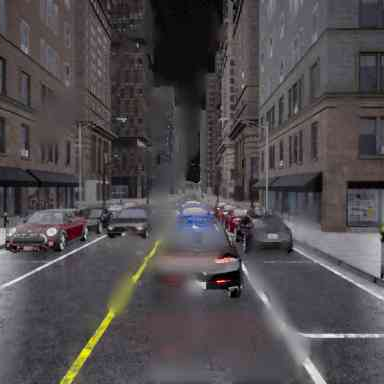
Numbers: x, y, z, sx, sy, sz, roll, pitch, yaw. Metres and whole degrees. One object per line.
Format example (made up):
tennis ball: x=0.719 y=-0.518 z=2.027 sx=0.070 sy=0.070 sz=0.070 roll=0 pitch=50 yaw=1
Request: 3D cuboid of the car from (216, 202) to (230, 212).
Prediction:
car: x=2.838 y=1.544 z=24.562 sx=1.887 sy=1.381 sz=4.507 roll=-1 pitch=0 yaw=0

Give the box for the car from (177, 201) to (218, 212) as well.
car: x=0.163 y=1.477 z=17.991 sx=1.882 sy=1.535 sz=5.008 roll=0 pitch=0 yaw=0

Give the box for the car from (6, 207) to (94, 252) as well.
car: x=-5.728 y=1.439 z=13.582 sx=1.967 sy=1.590 sz=4.097 roll=-1 pitch=0 yaw=0

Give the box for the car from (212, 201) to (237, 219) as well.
car: x=2.857 y=1.545 z=30.067 sx=1.887 sy=1.381 sz=4.507 roll=-1 pitch=0 yaw=0

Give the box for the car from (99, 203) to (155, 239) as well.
car: x=-3.018 y=1.546 z=17.654 sx=2.033 sy=1.411 sz=5.357 roll=0 pitch=0 yaw=0

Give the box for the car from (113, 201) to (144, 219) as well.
car: x=-5.668 y=1.545 z=30.098 sx=1.887 sy=1.381 sz=4.507 roll=-1 pitch=0 yaw=0

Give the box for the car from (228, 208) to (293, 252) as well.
car: x=2.799 y=1.565 z=13.552 sx=1.947 sy=1.339 sz=4.313 roll=-1 pitch=0 yaw=0

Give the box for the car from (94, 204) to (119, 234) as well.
car: x=-5.707 y=1.565 z=19.087 sx=1.947 sy=1.339 sz=4.313 roll=-1 pitch=0 yaw=0

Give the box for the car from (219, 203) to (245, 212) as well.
car: x=2.818 y=1.544 z=19.056 sx=1.887 sy=1.381 sz=4.507 roll=-1 pitch=0 yaw=0

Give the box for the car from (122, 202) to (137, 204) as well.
car: x=-5.687 y=1.550 z=24.592 sx=2.008 sy=1.369 sz=4.403 roll=-1 pitch=0 yaw=0

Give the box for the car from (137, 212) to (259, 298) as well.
car: x=0.128 y=1.490 z=8.486 sx=2.128 sy=1.511 sz=4.902 roll=0 pitch=0 yaw=0
